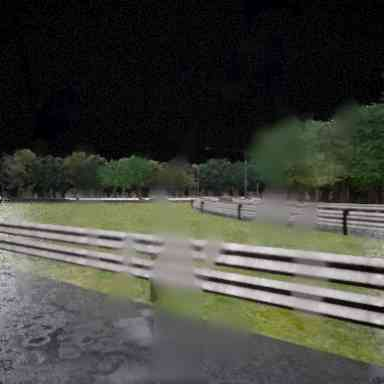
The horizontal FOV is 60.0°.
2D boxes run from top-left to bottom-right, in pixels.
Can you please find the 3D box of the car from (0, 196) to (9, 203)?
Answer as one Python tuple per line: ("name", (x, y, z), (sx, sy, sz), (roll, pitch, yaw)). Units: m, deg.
("car", (-45.993, 1.820, 78.486), (5.008, 1.535, 1.882), (0, 0, 1))
